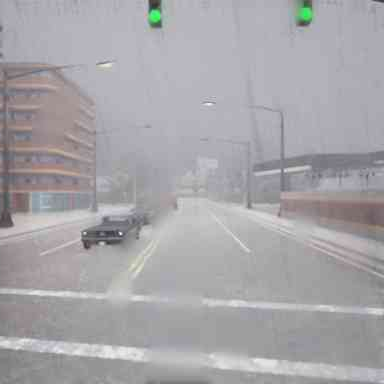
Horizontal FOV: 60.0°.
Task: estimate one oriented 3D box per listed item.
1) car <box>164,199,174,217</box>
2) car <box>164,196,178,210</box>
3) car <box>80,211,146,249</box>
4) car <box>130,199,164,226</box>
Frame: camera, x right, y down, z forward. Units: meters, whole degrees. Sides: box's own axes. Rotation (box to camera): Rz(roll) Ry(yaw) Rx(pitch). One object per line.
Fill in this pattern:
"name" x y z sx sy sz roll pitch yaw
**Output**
"car" -3.514 1.844 36.180 2.128 1.511 4.902 0 -1 0
"car" -3.432 1.714 52.361 2.150 2.045 5.566 0 -1 0
"car" -3.575 1.770 15.494 1.895 1.301 4.718 0 -1 0
"car" -3.555 1.609 25.367 2.097 1.767 4.553 0 -1 -1
